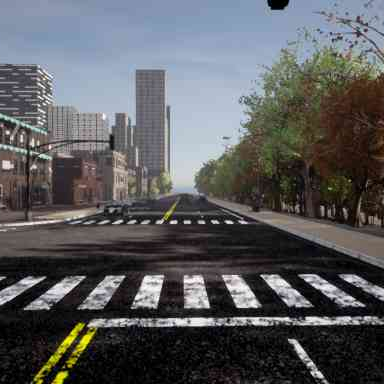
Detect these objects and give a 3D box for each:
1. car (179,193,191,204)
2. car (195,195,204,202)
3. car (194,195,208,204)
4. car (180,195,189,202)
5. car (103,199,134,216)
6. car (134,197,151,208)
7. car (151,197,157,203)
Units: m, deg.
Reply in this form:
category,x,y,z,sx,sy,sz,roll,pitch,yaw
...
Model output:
category,x,y,z,sx,sy,sz,roll,pitch,yaw
car,-1.376,1.197,63.643,2.150,2.045,5.566,0,0,-1
car,1.555,1.470,72.970,1.837,1.490,4.892,0,0,-1
car,1.891,1.454,62.864,1.882,1.535,5.008,0,0,-1
car,-1.703,1.447,74.225,1.882,1.535,5.008,0,0,-1
car,-7.350,1.480,32.608,2.128,1.511,4.902,0,0,-1
car,-7.733,1.529,48.817,2.033,1.411,5.357,0,0,-1
car,-8.052,1.642,66.702,1.895,1.301,4.718,0,0,-1
